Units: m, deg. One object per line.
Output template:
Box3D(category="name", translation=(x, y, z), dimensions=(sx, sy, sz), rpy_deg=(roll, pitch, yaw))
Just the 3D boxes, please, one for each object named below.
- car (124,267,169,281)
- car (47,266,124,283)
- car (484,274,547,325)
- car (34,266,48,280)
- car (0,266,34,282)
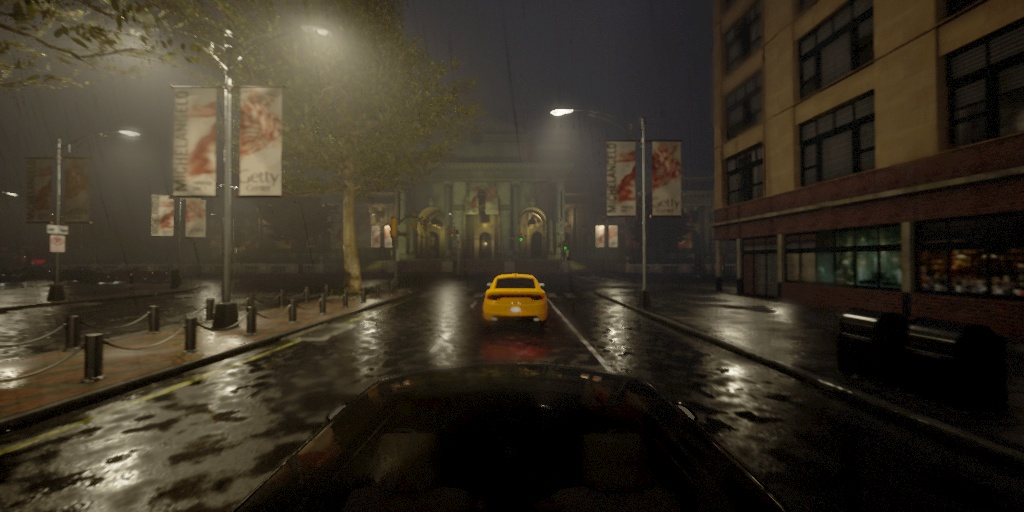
Box3D(category="car", translation=(-37.547, 1.781, 36.063), dimensions=(4.718, 1.301, 1.895), rpy_deg=(0, -1, 0))
Box3D(category="car", translation=(-38.642, 1.699, 32.562), dimensions=(4.181, 1.385, 1.994), rpy_deg=(0, -1, 0))
Box3D(category="car", translation=(0.119, 1.364, 12.428), dimensions=(1.882, 1.535, 5.008), rpy_deg=(0, -1, 0))
Box3D(category="car", translation=(-47.153, 1.725, 36.080), dimensions=(5.357, 1.411, 2.033), rpy_deg=(0, -1, 0))
Box3D(category="car", translation=(-47.211, 1.659, 32.567), dimensions=(4.674, 1.442, 1.812), rpy_deg=(0, -1, -1))
